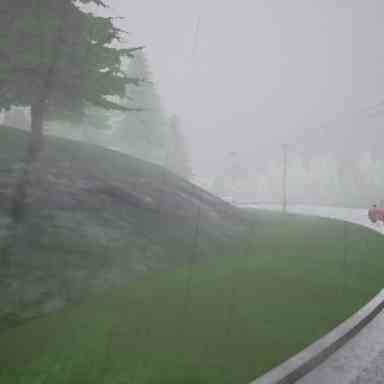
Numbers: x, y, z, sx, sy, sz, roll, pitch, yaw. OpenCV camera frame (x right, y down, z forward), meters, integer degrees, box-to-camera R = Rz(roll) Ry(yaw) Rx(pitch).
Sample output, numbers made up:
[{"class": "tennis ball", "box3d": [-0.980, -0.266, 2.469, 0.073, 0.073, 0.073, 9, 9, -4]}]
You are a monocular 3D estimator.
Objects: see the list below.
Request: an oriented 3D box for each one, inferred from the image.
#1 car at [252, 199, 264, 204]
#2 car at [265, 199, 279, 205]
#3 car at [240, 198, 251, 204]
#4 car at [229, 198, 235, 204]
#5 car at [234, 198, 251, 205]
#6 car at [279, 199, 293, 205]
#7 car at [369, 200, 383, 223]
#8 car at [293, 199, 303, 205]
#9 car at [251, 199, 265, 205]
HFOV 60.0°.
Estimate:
[{"class": "car", "box3d": [18.525, 2.633, 93.787, 1.837, 1.490, 4.892, 0, -1, -5]}, {"class": "car", "box3d": [19.481, 2.698, 83.763, 1.895, 1.301, 4.718, 0, -1, -5]}, {"class": "car", "box3d": [15.044, 2.470, 93.427, 2.097, 1.767, 4.553, 0, -1, -5]}, {"class": "car", "box3d": [11.600, 2.448, 92.680, 2.097, 1.767, 4.553, 0, -1, -5]}, {"class": "car", "box3d": [12.549, 2.618, 82.718, 1.994, 1.385, 4.181, 0, -1, -5]}, {"class": "car", "box3d": [22.963, 2.469, 84.135, 2.097, 1.767, 4.553, 0, -1, -5]}, {"class": "car", "box3d": [15.927, 1.606, 26.358, 2.150, 2.045, 5.566, 0, -1, 11]}, {"class": "car", "box3d": [26.447, 2.486, 84.468, 2.097, 1.767, 4.553, 0, -1, -5]}, {"class": "car", "box3d": [15.994, 2.612, 83.465, 2.128, 1.511, 4.902, 0, -1, -5]}]
